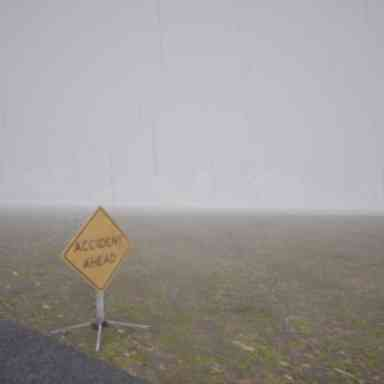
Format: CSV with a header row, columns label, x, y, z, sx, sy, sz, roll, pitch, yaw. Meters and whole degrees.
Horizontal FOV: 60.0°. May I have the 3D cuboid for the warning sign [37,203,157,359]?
label,x,y,z,sx,sy,sz,roll,pitch,yaw
warning sign,-1.367,1.119,4.910,1.060,1.860,1.300,-1,0,36
